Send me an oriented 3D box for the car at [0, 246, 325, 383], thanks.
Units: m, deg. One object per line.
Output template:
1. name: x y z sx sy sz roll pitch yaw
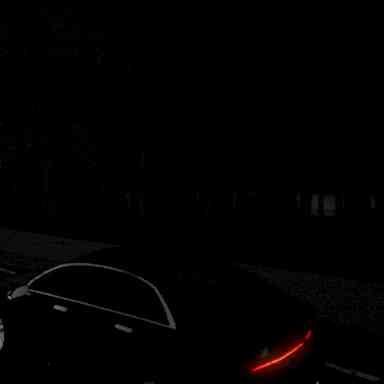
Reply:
1. car: -0.903 1.481 4.325 4.892 1.490 1.837 1 0 35
